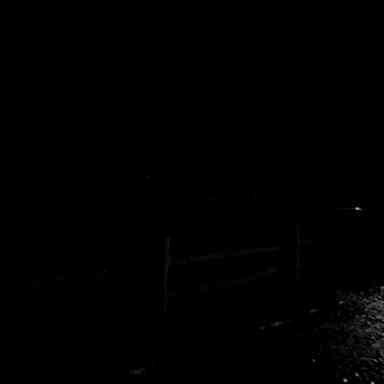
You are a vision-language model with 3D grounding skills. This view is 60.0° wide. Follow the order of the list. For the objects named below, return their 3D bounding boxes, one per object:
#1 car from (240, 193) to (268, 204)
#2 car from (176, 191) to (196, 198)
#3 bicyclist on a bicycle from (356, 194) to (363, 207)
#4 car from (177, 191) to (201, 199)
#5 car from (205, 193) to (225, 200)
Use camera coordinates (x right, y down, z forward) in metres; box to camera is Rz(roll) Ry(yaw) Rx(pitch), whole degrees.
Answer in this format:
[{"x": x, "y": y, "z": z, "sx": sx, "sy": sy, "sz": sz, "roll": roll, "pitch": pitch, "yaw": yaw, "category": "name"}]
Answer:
[{"x": 9.163, "y": 0.945, "z": 49.414, "sx": 1.812, "sy": 1.442, "sz": 4.674, "roll": 1, "pitch": 1, "yaw": -35, "category": "car"}, {"x": -1.266, "y": 0.494, "z": 69.331, "sx": 1.812, "sy": 1.442, "sz": 4.674, "roll": 1, "pitch": 1, "yaw": -35, "category": "car"}, {"x": 21.346, "y": 1.120, "z": 42.401, "sx": 1.656, "sy": 1.620, "sz": 0.582, "roll": 0, "pitch": 1, "yaw": -35, "category": "bicyclist on a bicycle"}, {"x": -0.188, "y": 0.484, "z": 62.973, "sx": 2.128, "sy": 1.511, "sz": 4.902, "roll": 1, "pitch": 1, "yaw": -35, "category": "car"}, {"x": 4.276, "y": 0.801, "z": 61.474, "sx": 1.994, "sy": 1.385, "sz": 4.181, "roll": 1, "pitch": 0, "yaw": -34, "category": "car"}]
